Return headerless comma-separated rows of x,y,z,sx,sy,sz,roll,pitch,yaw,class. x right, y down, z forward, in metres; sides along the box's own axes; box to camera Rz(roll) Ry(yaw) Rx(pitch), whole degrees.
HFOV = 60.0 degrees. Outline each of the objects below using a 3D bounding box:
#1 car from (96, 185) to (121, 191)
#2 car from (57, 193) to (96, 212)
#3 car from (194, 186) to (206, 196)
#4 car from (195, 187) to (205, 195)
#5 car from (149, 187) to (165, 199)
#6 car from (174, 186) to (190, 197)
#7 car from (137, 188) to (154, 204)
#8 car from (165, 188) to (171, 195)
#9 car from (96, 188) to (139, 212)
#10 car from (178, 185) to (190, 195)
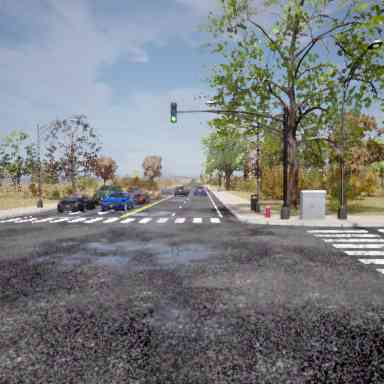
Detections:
-9.100,0.267,36.658,2.150,2.045,5.566,0,2,2,car
-9.387,0.858,27.324,1.994,1.385,4.181,0,2,2,car
1.364,-0.199,56.635,2.097,1.767,4.553,0,2,2,car
1.679,-0.264,66.732,1.994,1.385,4.181,0,2,2,car
-5.527,0.106,46.843,2.097,1.767,4.553,0,2,2,car
-1.883,-0.183,56.770,2.097,1.767,4.553,0,2,2,car
-5.829,0.582,36.955,1.994,1.385,4.181,0,2,3,car
-4.973,-0.053,61.934,2.033,1.411,5.357,0,2,2,car
-6.116,0.734,27.978,1.882,1.535,5.008,0,2,2,car
-1.572,-0.458,66.797,2.097,1.767,4.553,0,2,2,car
